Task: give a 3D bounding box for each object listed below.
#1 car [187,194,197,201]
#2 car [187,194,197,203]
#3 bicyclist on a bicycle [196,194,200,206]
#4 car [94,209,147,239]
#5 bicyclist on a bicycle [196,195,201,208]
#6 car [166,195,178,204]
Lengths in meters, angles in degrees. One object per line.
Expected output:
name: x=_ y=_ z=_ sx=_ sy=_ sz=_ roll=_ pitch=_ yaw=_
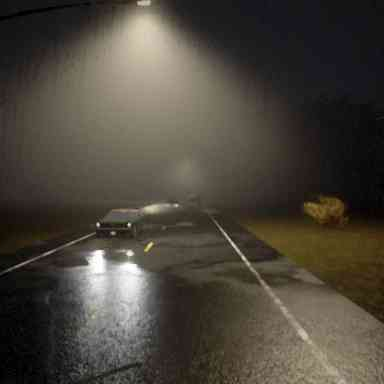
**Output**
car: x=-0.014 y=1.314 z=79.376 sx=2.128 sy=1.511 sz=4.902 roll=0 pitch=0 yaw=0
car: x=-0.012 y=1.509 z=68.779 sx=1.895 sy=1.301 sz=4.718 roll=0 pitch=0 yaw=0
bicyclist on a bicycle: x=0.953 y=1.302 z=53.521 sx=0.659 sy=1.776 sz=1.843 roll=0 pitch=0 yaw=0
car: x=-3.603 y=1.578 z=17.431 sx=1.895 sy=1.301 sz=4.718 roll=0 pitch=0 yaw=0
bicyclist on a bicycle: x=0.955 y=1.313 z=44.521 sx=0.659 sy=1.776 sz=1.843 roll=0 pitch=0 yaw=0
car: x=-3.554 y=1.401 z=59.641 sx=1.882 sy=1.535 sz=5.008 roll=0 pitch=0 yaw=0
